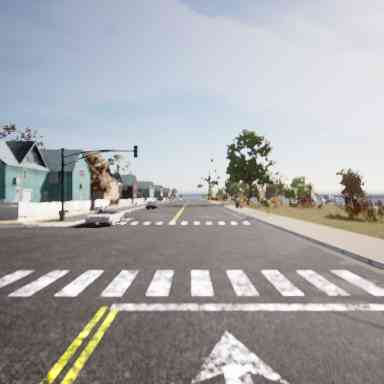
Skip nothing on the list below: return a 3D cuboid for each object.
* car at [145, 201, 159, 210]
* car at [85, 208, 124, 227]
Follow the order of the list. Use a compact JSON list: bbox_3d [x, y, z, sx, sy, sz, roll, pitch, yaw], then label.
[{"bbox_3d":[-6.488,2.121,54.797,2.033,1.411,5.357,0,-1,0],"label":"car"},{"bbox_3d":[-6.494,1.865,25.054,1.895,1.301,4.718,0,-1,0],"label":"car"}]
